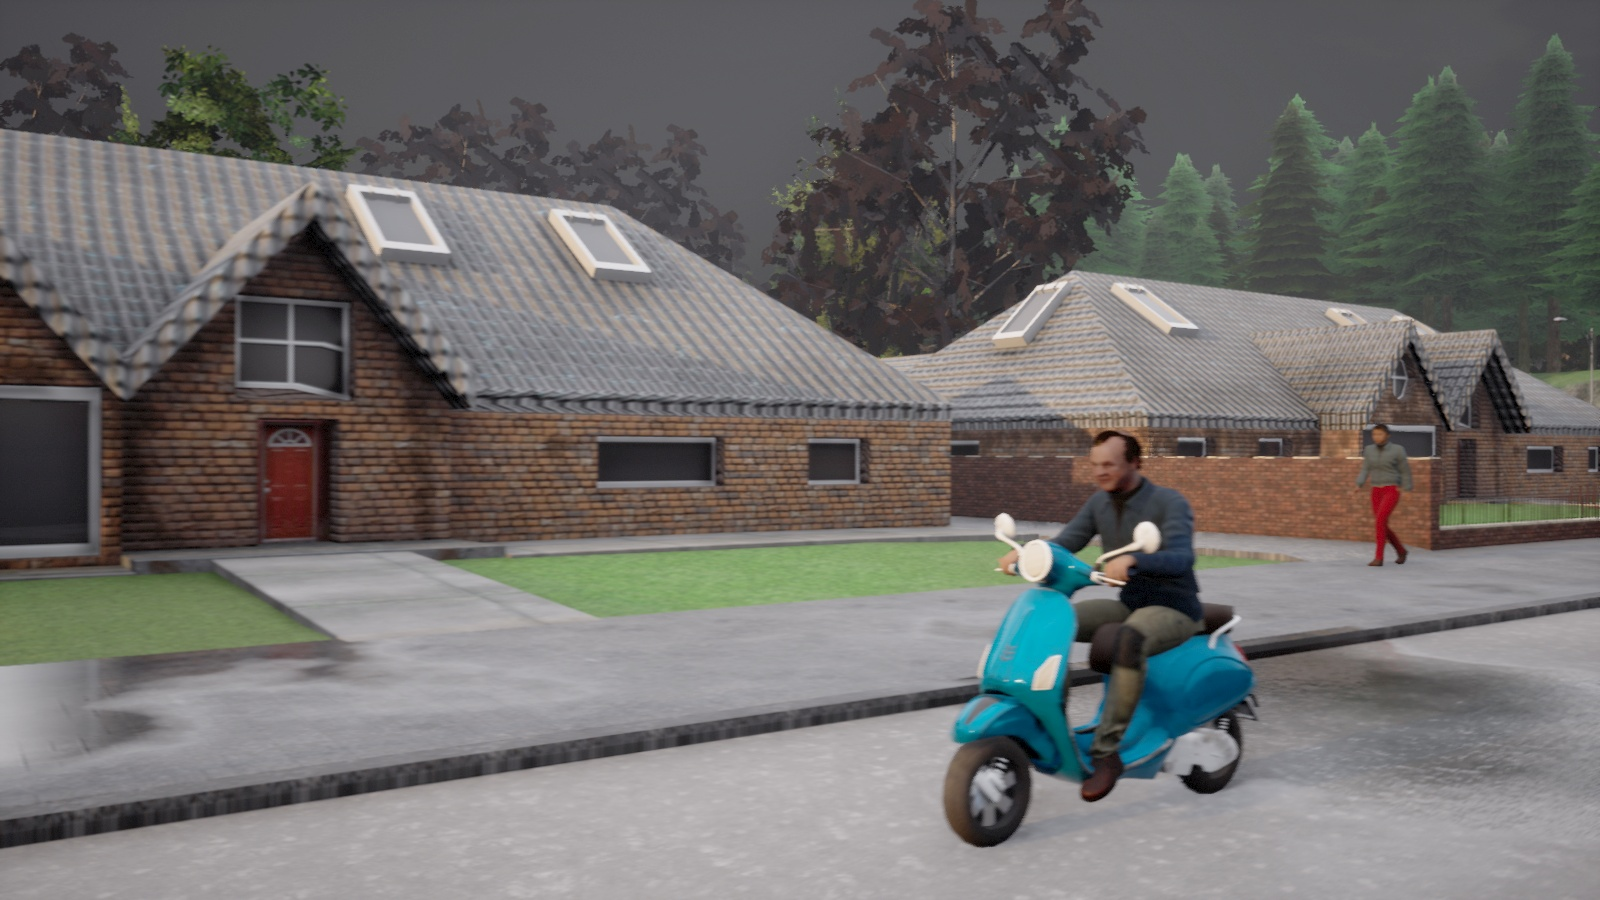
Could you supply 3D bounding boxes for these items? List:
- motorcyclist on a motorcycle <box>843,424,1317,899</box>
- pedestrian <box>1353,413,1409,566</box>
[{"bbox_3d":[1.162,0.708,5.078,1.817,1.590,0.866,0,0,-35],"label":"motorcyclist on a motorcycle"},{"bbox_3d":[7.176,0.477,15.500,0.614,1.847,0.353,0,0,-33],"label":"pedestrian"}]
